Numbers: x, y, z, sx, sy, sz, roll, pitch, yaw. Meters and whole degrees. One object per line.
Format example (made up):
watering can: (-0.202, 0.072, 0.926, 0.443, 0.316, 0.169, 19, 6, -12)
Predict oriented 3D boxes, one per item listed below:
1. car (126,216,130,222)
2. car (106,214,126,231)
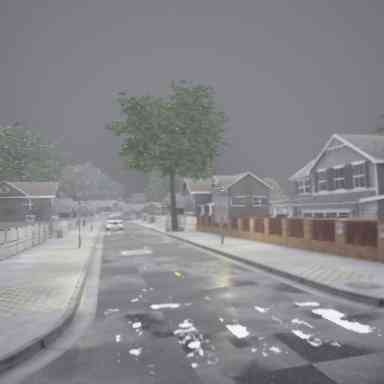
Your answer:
car: (-19.108, 7.216, 91.902, 2.150, 2.045, 5.566, -1, -3, -8)
car: (-10.886, 4.304, 46.822, 2.150, 2.045, 5.566, -1, -3, -15)
